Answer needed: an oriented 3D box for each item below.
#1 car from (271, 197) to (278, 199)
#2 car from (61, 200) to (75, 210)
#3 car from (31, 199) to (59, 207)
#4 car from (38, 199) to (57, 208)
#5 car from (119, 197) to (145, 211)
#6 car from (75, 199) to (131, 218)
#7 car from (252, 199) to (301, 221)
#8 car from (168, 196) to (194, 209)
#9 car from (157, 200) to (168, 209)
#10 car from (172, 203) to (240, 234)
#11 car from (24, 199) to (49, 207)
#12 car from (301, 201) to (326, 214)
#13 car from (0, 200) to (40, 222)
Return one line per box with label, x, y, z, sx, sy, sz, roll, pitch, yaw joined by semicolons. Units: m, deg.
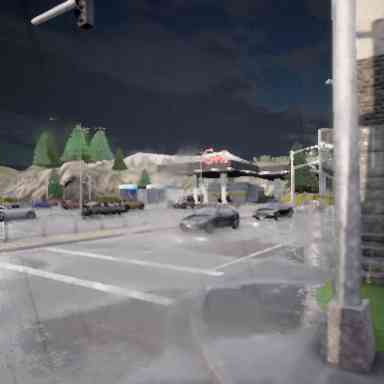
car;19.044;1.989;76.150;4.611;1.667;2.242;-1;-1;35
car;-18.103;2.004;52.079;2.007;1.523;4.514;-1;-1;35
car;-31.412;2.362;71.032;2.152;1.636;5.027;-1;-1;35
car;-26.217;2.171;57.910;1.845;1.501;3.633;-1;-1;35
car;-8.373;1.621;44.275;1.932;1.855;4.605;-1;-1;35
car;-8.526;1.711;32.093;2.007;1.523;4.514;-1;-1;35
car;6.777;1.550;27.137;2.033;1.411;5.357;-1;-1;36
car;-1.132;1.560;48.777;1.905;1.878;3.866;-1;-1;35
car;-3.482;1.894;51.201;1.970;1.475;3.806;-1;-1;35
car;1.167;1.519;19.280;1.812;1.442;4.674;-1;-1;36
car;-33.997;2.417;72.809;2.007;1.523;4.514;-1;-1;35
car;12.608;1.612;35.211;1.895;1.301;4.718;-1;-1;36
car;-15.600;1.692;28.477;1.970;1.475;3.806;-1;-1;35
